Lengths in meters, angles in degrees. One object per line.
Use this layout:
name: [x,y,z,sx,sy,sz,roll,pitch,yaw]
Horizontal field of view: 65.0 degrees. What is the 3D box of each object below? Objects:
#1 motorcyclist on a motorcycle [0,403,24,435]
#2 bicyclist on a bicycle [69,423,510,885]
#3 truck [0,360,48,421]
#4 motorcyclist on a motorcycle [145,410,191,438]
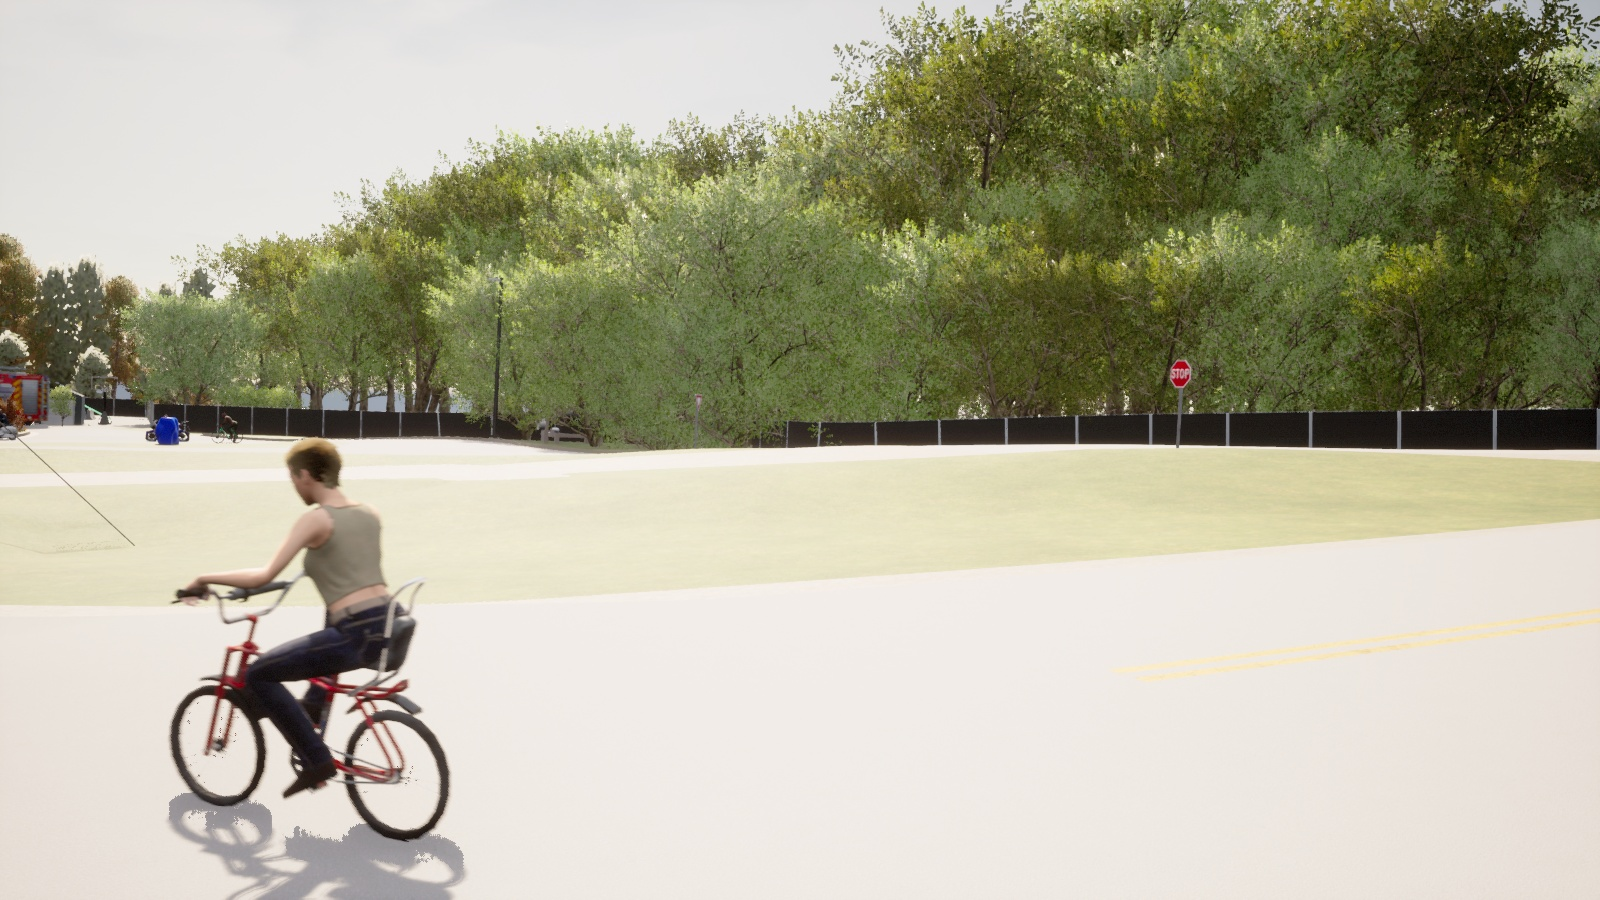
motorcyclist on a motorcycle: [-40.964,-1.611,64.333,0.866,1.590,1.817,3,1,31]
bicyclist on a bicycle: [-2.096,0.732,5.226,1.509,1.612,0.866,2,4,22]
truck: [-53.873,-4.018,82.215,8.468,3.827,2.891,3,2,15]
motorcyclist on a motorcycle: [-35.288,-1.450,70.136,2.191,1.530,0.866,1,2,-24]
